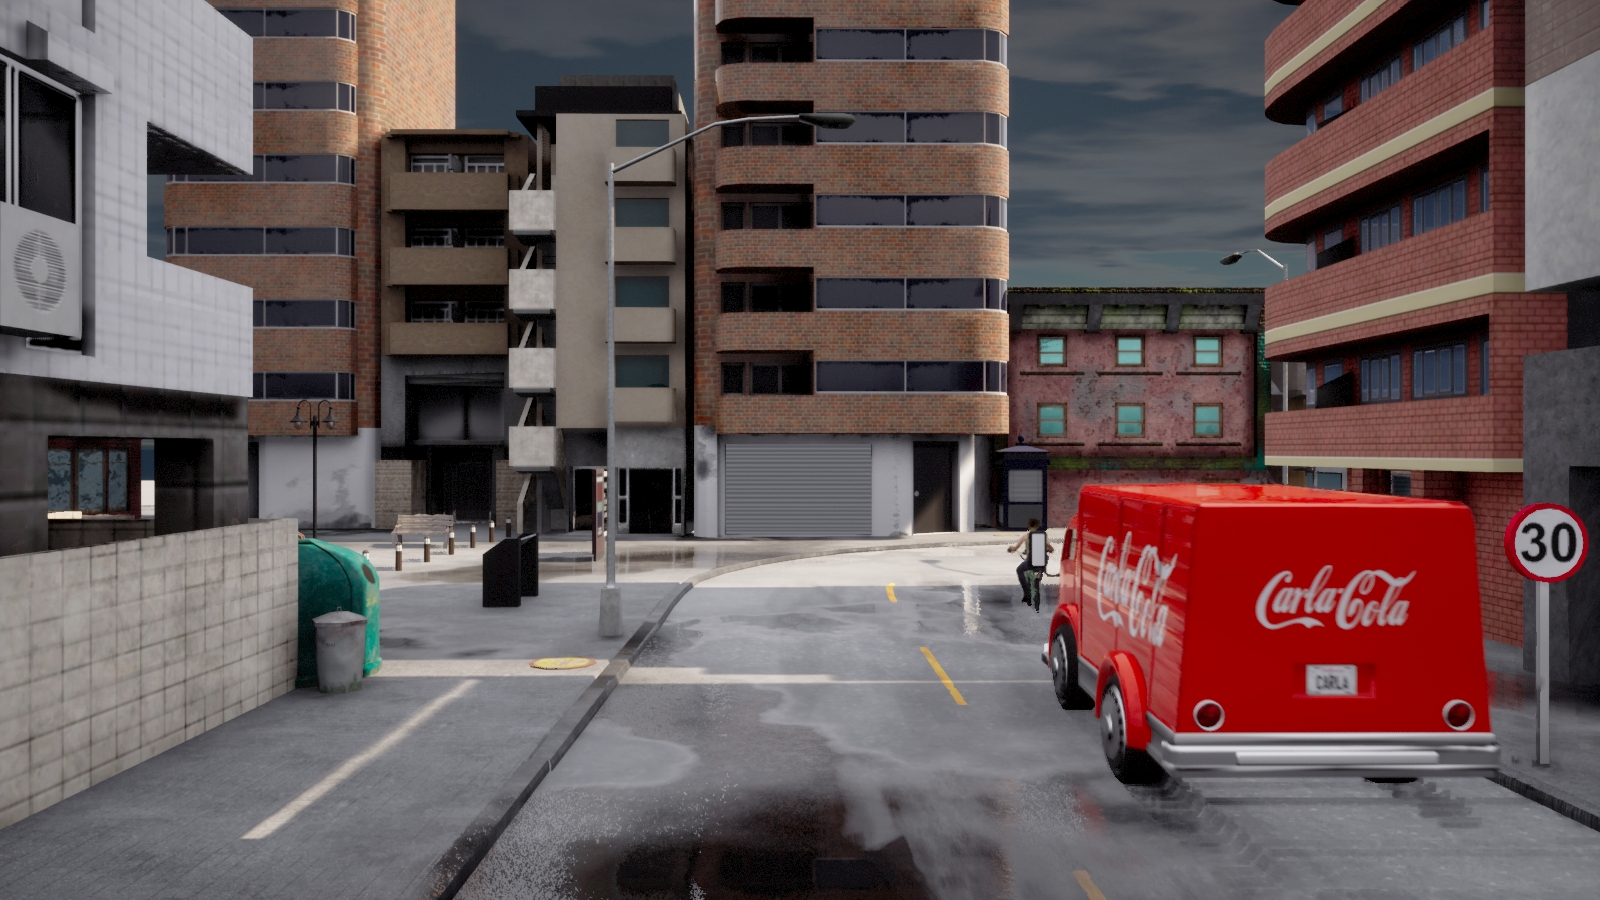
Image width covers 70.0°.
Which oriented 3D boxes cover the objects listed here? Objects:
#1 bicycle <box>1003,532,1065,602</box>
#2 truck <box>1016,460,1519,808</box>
[{"bbox_3d":[4.110,2.045,20.189,0.859,1.080,1.487,0,0,3],"label":"bicycle"},{"bbox_3d":[3.874,1.353,10.861,2.627,2.467,5.204,0,0,0],"label":"truck"}]
